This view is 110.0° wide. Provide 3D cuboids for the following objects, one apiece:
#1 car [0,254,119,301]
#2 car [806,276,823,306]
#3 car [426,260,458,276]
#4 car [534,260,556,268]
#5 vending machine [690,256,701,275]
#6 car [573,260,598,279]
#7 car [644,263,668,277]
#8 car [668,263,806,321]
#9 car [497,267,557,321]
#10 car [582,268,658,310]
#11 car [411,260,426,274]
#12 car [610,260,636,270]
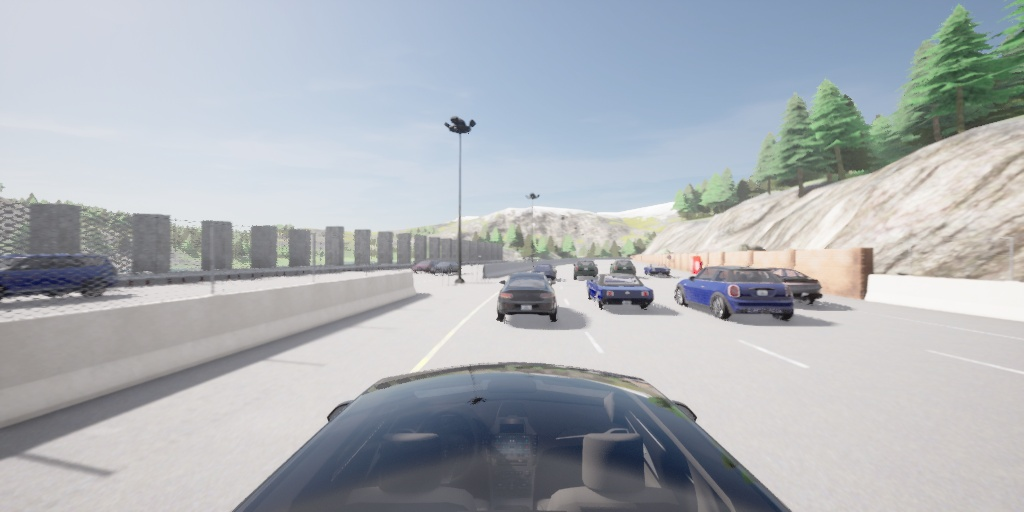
[{"bbox_3d":[-20.492,0.923,15.220,2.150,2.045,5.566,0,0,4],"label":"car"},{"bbox_3d":[11.383,1.269,16.097,2.128,1.511,4.902,0,0,5],"label":"car"},{"bbox_3d":[-6.872,1.260,37.362,1.812,1.442,4.674,0,0,12],"label":"car"},{"bbox_3d":[2.795,1.321,30.834,1.994,1.385,4.181,0,0,10],"label":"car"},{"bbox_3d":[20.329,0.994,39.691,1.100,2.100,0.880,0,0,14],"label":"vending machine"},{"bbox_3d":[6.594,1.118,32.187,2.097,1.767,4.553,0,0,10],"label":"car"},{"bbox_3d":[14.509,1.386,36.127,1.895,1.301,4.718,0,0,12],"label":"car"},{"bbox_3d":[7.609,1.120,12.814,2.097,1.767,4.553,0,0,4],"label":"car"},{"bbox_3d":[0.539,1.277,12.339,1.812,1.442,4.674,0,0,3],"label":"car"},{"bbox_3d":[4.233,1.361,14.855,1.895,1.301,4.718,0,0,5],"label":"car"},{"bbox_3d":[-9.708,1.253,40.864,1.812,1.442,4.674,0,0,12],"label":"car"},{"bbox_3d":[10.640,1.128,34.604,2.097,1.767,4.553,0,0,11],"label":"car"}]
